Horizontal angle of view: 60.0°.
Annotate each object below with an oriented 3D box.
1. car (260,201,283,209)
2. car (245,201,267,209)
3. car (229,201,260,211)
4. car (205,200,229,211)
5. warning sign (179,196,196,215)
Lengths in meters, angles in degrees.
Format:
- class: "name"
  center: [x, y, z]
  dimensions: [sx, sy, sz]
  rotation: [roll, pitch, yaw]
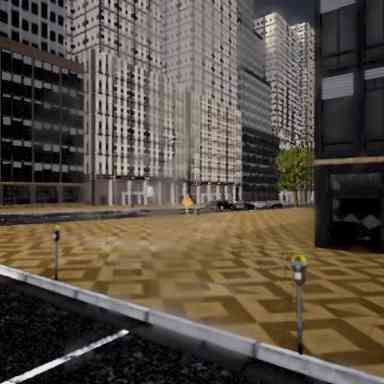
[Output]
- class: "car"
  center: [13.881, 2.234, 56.704]
  dimensions: [1.895, 1.301, 4.718]
  rotation: [0, -1, 37]
- class: "car"
  center: [11.281, 2.234, 58.654]
  dimensions: [1.895, 1.301, 4.718]
  rotation: [0, -1, 37]
- class: "car"
  center: [7.670, 2.026, 48.347]
  dimensions: [1.994, 1.385, 4.181]
  rotation: [0, -1, 37]
- class: "car"
  center: [4.461, 1.946, 49.505]
  dimensions: [1.837, 1.490, 4.892]
  rotation: [0, -2, 37]
- class: "warning sign"
  center: [-0.440, 1.295, 32.828]
  dimensions: [1.300, 1.860, 1.060]
  rotation: [1, 1, 37]
